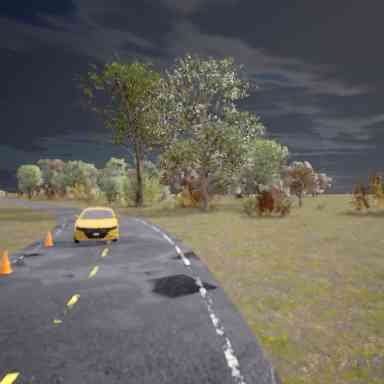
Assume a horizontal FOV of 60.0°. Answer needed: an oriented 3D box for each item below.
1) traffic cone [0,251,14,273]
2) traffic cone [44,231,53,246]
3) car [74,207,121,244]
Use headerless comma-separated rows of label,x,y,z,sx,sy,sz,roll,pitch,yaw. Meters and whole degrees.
traffic cone,-5.243,1.957,9.359,0.340,0.580,0.340,0,0,-8
traffic cone,-6.079,1.954,14.128,0.340,0.580,0.340,0,0,-12
car,-4.554,1.477,16.183,1.882,1.535,5.008,0,0,-14
